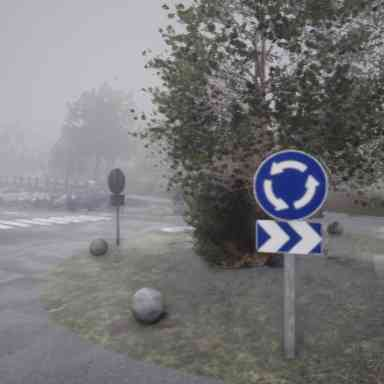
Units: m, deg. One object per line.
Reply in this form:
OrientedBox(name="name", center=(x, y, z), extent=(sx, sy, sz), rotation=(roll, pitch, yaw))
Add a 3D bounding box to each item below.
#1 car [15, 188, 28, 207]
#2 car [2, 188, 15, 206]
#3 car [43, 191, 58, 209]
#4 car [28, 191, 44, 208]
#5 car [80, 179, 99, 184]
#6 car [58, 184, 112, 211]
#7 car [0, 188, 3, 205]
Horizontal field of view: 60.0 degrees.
OrientedBox(name="car", center=(-15.831, 0.693, 35.304), extent=(2.185, 1.767, 4.553), rotation=(1, 0, 19))
OrientedBox(name="car", center=(-18.188, 0.679, 37.204), extent=(2.185, 1.767, 4.553), rotation=(1, 0, 19))
OrientedBox(name="car", center=(-11.142, 0.846, 31.479), extent=(2.231, 1.521, 4.892), rotation=(1, 0, 19))
OrientedBox(name="car", center=(-13.507, 0.706, 33.346), extent=(2.185, 1.767, 4.553), rotation=(0, 0, 19))
OrientedBox(name="car", center=(-13.451, -0.904, 42.189), extent=(4.674, 1.442, 1.812), rotation=(6, 4, 39))
OrientedBox(name="car", center=(-8.795, 0.607, 29.601), extent=(2.435, 2.045, 5.566), rotation=(0, 0, 19))
OrientedBox(name="car", center=(-22.899, 0.526, 40.950), extent=(2.435, 2.045, 5.566), rotation=(1, 0, 19))
